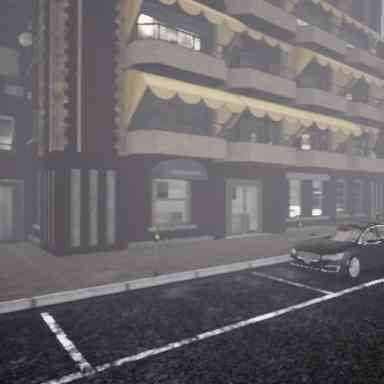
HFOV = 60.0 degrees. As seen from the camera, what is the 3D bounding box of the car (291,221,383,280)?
[{"bbox_3d":[4.804,1.594,10.005,4.403,1.369,2.008,0,0,-36],"label":"car"}]
